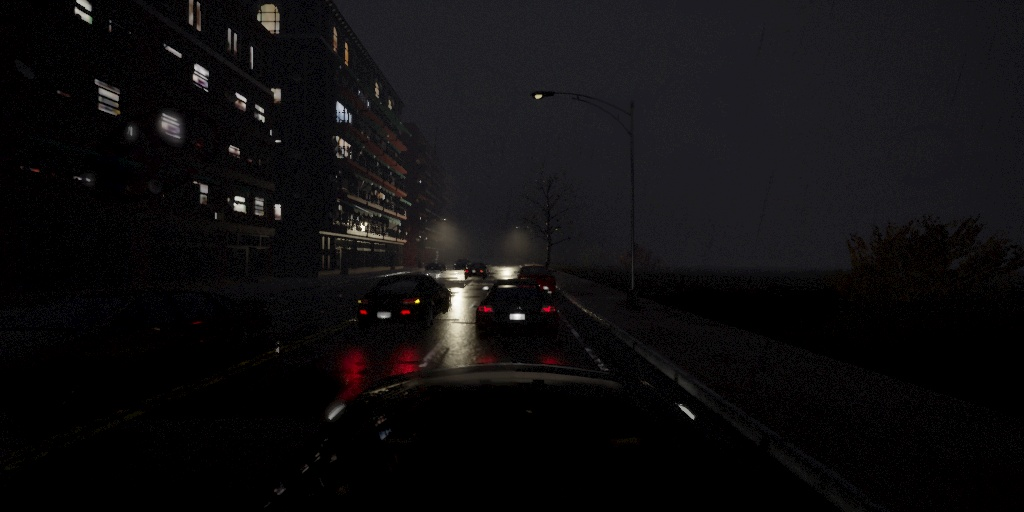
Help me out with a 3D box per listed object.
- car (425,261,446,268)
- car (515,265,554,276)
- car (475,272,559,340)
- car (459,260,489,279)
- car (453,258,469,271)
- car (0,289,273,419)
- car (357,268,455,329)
[{"bbox_3d":[-9.794,1.310,46.038,1.994,1.385,4.181,0,0,0],"label":"car"},{"bbox_3d":[1.158,1.228,18.862,1.882,1.535,5.008,0,0,0],"label":"car"},{"bbox_3d":[0.111,1.314,9.942,1.994,1.385,4.181,0,0,0],"label":"car"},{"bbox_3d":[-3.125,1.297,32.010,2.033,1.411,5.357,0,0,0],"label":"car"},{"bbox_3d":[-6.541,1.098,48.110,2.097,1.767,4.553,0,0,0],"label":"car"},{"bbox_3d":[-6.595,1.297,6.128,2.033,1.411,5.357,0,0,0],"label":"car"},{"bbox_3d":[-3.140,1.276,11.093,1.812,1.442,4.674,0,0,0],"label":"car"}]
